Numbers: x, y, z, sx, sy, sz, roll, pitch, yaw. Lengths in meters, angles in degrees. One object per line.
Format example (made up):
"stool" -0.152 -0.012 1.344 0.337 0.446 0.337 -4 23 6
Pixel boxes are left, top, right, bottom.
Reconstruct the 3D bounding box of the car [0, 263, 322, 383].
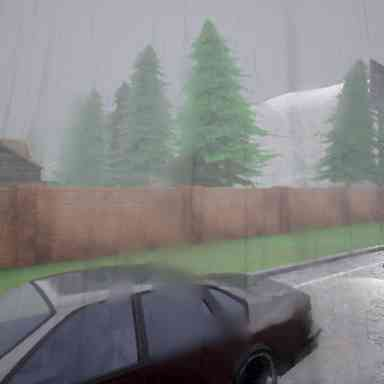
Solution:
"car" -0.949 1.539 3.290 5.357 1.411 2.033 -1 0 -35
